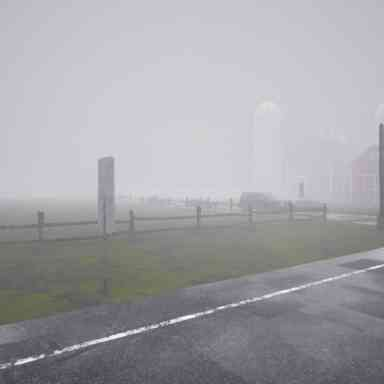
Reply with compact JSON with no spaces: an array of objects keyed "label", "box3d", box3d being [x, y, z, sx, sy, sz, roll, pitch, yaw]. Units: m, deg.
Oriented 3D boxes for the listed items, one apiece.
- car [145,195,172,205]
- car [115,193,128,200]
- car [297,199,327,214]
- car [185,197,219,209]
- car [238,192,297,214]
[{"label":"car","box3d":[-5.073,1.152,49.366,2.033,1.411,5.357,-1,1,-36]},{"label":"car","box3d":[-14.875,0.922,68.035,2.033,1.411,5.357,-1,1,-36]},{"label":"car","box3d":[10.941,1.363,32.380,1.994,1.385,4.181,-1,1,-37]},{"label":"car","box3d":[1.179,1.308,40.679,1.895,1.301,4.718,-1,1,-36]},{"label":"car","box3d":[6.993,1.022,32.590,2.150,2.045,5.566,-1,1,-36]}]
